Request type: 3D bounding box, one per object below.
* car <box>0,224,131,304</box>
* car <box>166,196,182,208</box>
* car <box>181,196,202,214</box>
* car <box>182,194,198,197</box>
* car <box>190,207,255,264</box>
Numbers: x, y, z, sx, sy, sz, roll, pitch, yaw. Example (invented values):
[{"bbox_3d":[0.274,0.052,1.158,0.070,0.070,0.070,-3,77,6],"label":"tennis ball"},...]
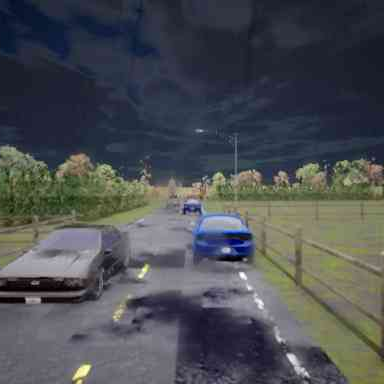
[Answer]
[{"bbox_3d":[-2.847,1.568,8.626,2.033,1.411,5.357,0,0,0],"label":"car"},{"bbox_3d":[-2.821,1.655,50.523,1.994,1.385,4.181,0,0,0],"label":"car"},{"bbox_3d":[0.060,1.552,36.366,1.882,1.535,5.008,0,0,1],"label":"car"},{"bbox_3d":[0.013,1.310,48.192,2.150,2.045,5.566,0,0,0],"label":"car"},{"bbox_3d":[0.965,1.506,11.912,1.882,1.535,5.008,0,0,0],"label":"car"}]
